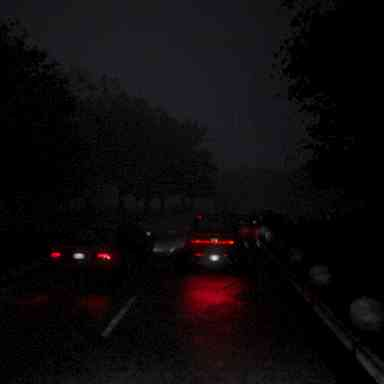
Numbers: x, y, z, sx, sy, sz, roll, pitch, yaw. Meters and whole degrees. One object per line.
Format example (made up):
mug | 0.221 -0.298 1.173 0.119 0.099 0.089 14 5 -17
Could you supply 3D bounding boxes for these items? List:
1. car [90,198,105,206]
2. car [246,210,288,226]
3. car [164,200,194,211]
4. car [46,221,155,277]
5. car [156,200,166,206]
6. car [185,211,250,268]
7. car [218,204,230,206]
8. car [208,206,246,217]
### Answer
car | -26.941 3.051 91.548 4.553 1.767 2.185 1 -1 -11
car | 6.289 2.127 27.880 1.895 1.301 4.718 -1 -2 38
car | -2.023 2.771 60.421 4.902 1.511 2.128 0 -2 24
car | -2.526 1.642 10.552 2.033 1.411 5.357 0 -1 5
car | -6.884 3.432 93.698 4.792 1.488 2.163 1 -1 -11
car | 0.801 1.643 11.852 1.837 1.490 4.892 0 -1 4
car | 5.499 2.864 59.000 4.181 1.385 1.994 -1 -2 43
car | 2.445 2.098 27.936 1.895 1.301 4.718 -1 -2 34
